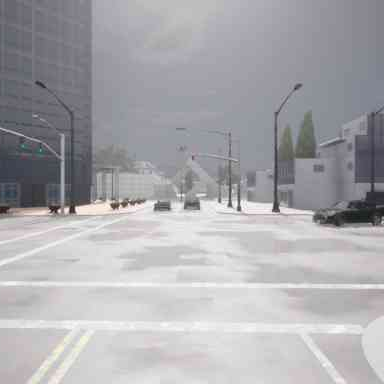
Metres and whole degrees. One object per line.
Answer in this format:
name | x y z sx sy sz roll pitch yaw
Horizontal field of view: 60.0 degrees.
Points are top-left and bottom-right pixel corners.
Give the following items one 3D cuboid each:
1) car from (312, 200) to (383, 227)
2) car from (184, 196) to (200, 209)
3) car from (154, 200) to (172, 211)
car | 10.433 1.348 22.527 4.553 1.767 2.097 0 0 -18
car | 0.034 1.352 45.617 2.097 1.767 4.553 0 0 0
car | -3.619 1.601 41.646 1.895 1.301 4.718 0 0 0
